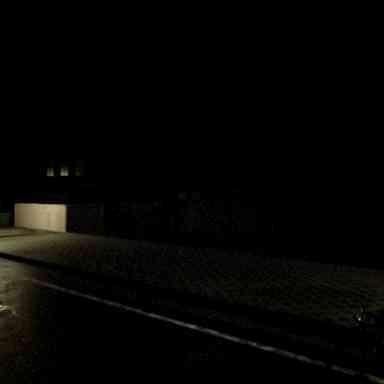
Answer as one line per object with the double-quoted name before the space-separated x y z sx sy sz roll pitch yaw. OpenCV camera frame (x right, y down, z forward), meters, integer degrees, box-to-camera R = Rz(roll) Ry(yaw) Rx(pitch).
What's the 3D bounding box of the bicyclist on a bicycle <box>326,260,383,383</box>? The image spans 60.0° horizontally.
"bicyclist on a bicycle" 2.125 1.454 3.145 1.656 1.620 0.582 0 0 35
